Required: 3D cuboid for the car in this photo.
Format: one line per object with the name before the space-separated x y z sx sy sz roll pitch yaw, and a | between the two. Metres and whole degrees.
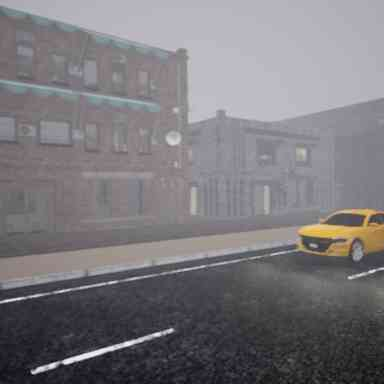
car | 5.827 1.379 11.834 5.008 1.535 1.882 -1 0 -35
